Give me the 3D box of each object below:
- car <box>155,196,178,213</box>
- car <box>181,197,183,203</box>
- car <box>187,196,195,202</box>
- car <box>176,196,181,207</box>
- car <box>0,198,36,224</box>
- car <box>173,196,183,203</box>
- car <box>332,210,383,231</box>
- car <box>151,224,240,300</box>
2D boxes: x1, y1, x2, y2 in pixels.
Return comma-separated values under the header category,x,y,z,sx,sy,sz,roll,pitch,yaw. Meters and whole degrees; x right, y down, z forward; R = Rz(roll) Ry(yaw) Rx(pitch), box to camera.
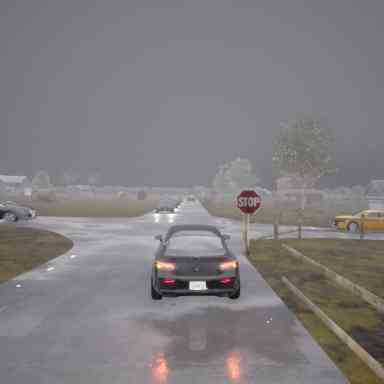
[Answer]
category,x,y,z,sx,sy,sz,roll,pitch,yaw
car,-2.926,1.529,37.184,1.837,1.490,4.892,0,0,0
car,-2.953,1.526,57.613,1.882,1.535,5.008,0,0,0
car,-0.163,1.563,78.508,1.882,1.535,5.008,0,0,0
car,-2.938,1.597,47.148,1.994,1.385,4.181,0,0,0
car,-12.276,1.076,20.642,4.902,1.511,2.128,2,0,0
car,-2.896,1.584,70.099,1.895,1.301,4.718,0,0,0
car,12.566,2.030,23.627,5.008,1.535,1.882,2,0,-2
car,0.030,1.528,8.309,1.812,1.442,4.674,0,0,-2
